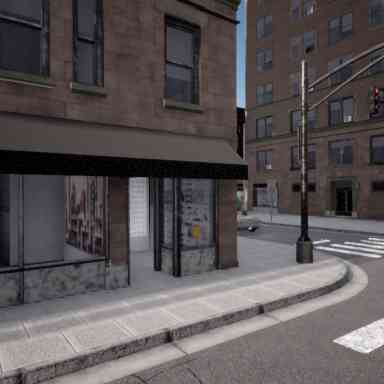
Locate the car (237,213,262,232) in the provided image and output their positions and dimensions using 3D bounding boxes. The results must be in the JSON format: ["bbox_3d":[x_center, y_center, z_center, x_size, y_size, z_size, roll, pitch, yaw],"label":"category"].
[{"bbox_3d":[1.775,1.593,19.246,1.895,1.301,4.718,0,0,-36],"label":"car"}]
